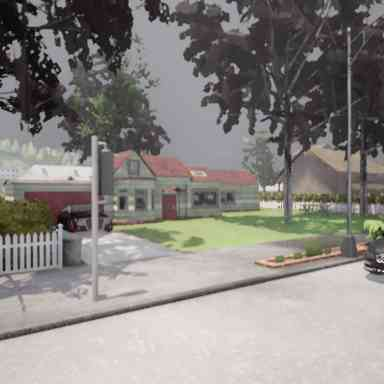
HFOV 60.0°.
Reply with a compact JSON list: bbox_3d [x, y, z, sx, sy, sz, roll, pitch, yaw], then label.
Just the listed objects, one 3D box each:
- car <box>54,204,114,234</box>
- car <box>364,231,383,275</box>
[{"bbox_3d":[-5.462,1.281,16.570,1.994,1.381,4.181,0,0,-34],"label":"car"},{"bbox_3d":[6.635,1.474,9.082,4.892,1.490,1.837,0,0,-34],"label":"car"}]
